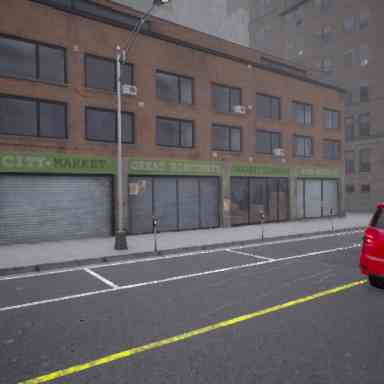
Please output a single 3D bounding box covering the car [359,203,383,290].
[{"bbox_3d":[6.197,1.215,7.855,5.566,2.045,2.150,1,0,-36],"label":"car"}]
